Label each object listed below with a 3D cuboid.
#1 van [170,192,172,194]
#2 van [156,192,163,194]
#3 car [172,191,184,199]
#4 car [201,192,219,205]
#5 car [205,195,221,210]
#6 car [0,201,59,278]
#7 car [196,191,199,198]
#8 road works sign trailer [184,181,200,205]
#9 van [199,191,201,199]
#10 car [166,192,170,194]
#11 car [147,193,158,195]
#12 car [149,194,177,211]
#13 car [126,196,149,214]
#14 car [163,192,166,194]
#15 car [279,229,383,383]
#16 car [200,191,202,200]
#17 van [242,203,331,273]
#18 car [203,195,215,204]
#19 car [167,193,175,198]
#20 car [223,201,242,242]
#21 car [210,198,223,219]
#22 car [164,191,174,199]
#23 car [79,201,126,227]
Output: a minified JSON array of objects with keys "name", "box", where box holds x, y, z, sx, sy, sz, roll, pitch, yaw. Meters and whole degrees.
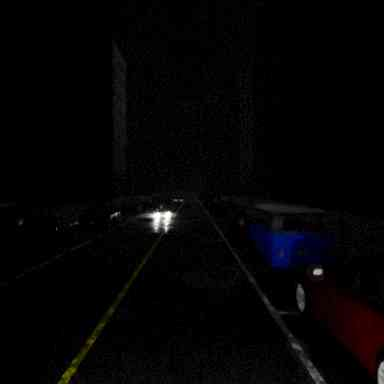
[{"name":"van","box":[-5.791,0.856,77.384,1.690,1.788,3.998,0,0,0]},{"name":"van","box":[-5.781,1.024,49.337,1.690,1.788,3.998,0,0,0]},{"name":"car","box":[-3.029,0.935,77.248,1.994,1.385,4.181,0,0,0]},{"name":"car","box":[2.747,1.031,43.743,2.192,1.841,5.009,0,0,0]},{"name":"car","box":[2.749,1.332,38.136,1.802,1.307,4.206,0,0,0]},{"name":"car","box":[-5.765,1.246,10.071,2.192,1.841,5.009,0,0,0]},{"name":"car","box":[2.734,0.830,77.397,2.192,1.841,5.009,0,0,0]},{"name":"road works sign trailer","box":[-0.019,0.140,50.517,2.380,3.560,2.880,0,0,0]},{"name":"van","box":[2.738,0.922,66.179,1.690,1.788,3.998,0,0,0]},{"name":"car","box":[-5.785,0.930,60.556,2.192,1.841,5.009,0,0,0]},{"name":"car","box":[-5.778,1.243,43.559,1.752,1.417,4.829,0,0,0]},{"name":"car","box":[-3.109,1.254,36.297,2.128,1.511,4.902,0,0,0]},{"name":"car","box":[-5.774,1.336,32.510,2.008,1.369,4.403,0,0,0]},{"name":"car","box":[-5.783,1.089,54.947,1.967,1.590,4.097,0,0,0]},{"name":"car","box":[2.762,1.513,4.482,1.887,1.381,4.507,0,0,0]},{"name":"car","box":[2.745,0.997,49.352,2.192,1.841,5.009,0,0,0]},{"name":"van","box":[2.760,1.272,10.090,1.690,1.788,3.998,0,0,0]},{"name":"car","box":[2.742,1.173,55.133,1.752,1.417,4.829,0,0,0]},{"name":"car","box":[-5.798,0.968,94.213,2.008,1.369,4.403,0,0,0]},{"name":"car","box":[2.758,1.333,15.699,1.967,1.590,4.097,0,0,0]},{"name":"car","box":[2.753,1.386,26.918,1.947,1.339,4.313,0,0,0]},{"name":"car","box":[-5.793,0.797,82.993,2.192,1.841,5.009,0,0,0]},{"name":"car","box":[-5.770,1.423,21.292,1.947,1.339,4.313,0,0,0]}]
